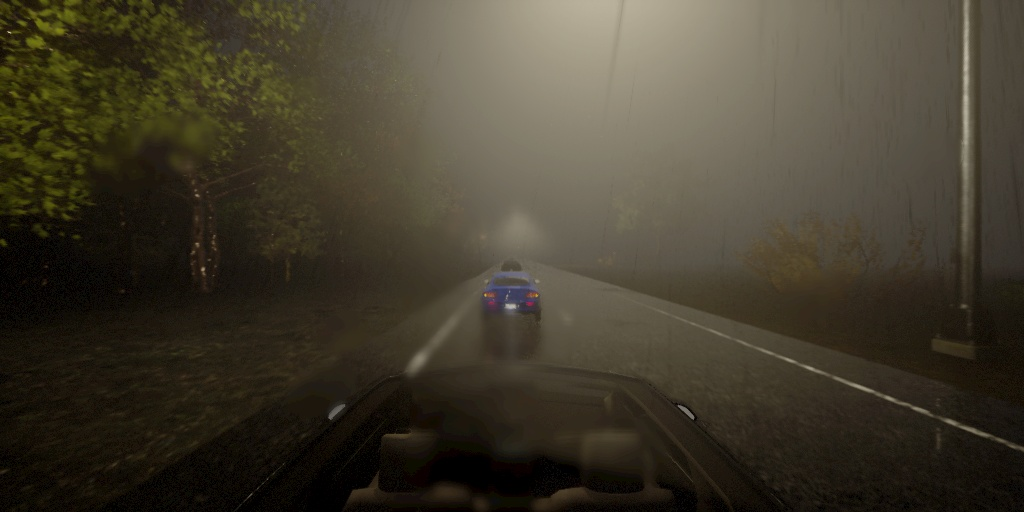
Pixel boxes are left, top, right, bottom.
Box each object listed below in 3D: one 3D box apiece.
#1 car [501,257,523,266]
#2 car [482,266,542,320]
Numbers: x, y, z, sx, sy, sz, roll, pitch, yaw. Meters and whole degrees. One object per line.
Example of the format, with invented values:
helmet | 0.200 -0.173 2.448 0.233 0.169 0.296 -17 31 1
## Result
car | -0.028 1.101 35.915 1.882 1.535 5.008 0 0 0
car | -0.007 1.236 12.279 1.812 1.442 4.674 0 0 0
